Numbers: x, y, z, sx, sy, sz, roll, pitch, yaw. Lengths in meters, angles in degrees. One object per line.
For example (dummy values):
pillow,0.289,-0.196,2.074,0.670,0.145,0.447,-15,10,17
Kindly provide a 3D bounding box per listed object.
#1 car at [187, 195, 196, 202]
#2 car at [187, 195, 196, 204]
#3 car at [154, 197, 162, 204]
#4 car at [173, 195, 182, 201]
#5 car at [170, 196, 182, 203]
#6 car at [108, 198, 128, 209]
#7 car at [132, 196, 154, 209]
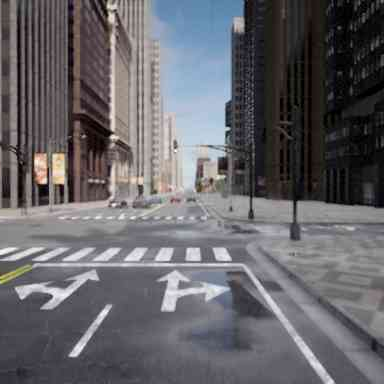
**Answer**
car,-0.129,1.387,76.507,2.128,1.511,4.902,0,0,0
car,-0.112,1.507,66.089,1.837,1.490,4.892,0,0,0
car,-6.611,1.553,62.162,2.033,1.411,5.357,0,0,0
car,-3.379,1.457,76.532,1.895,1.301,4.718,0,0,0
car,-3.363,1.528,66.466,1.812,1.442,4.674,0,0,0
car,-9.908,1.506,44.575,2.128,1.511,4.902,0,0,0
car,-6.657,1.579,44.277,1.994,1.385,4.181,0,0,0
